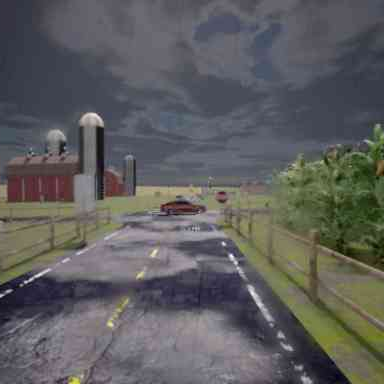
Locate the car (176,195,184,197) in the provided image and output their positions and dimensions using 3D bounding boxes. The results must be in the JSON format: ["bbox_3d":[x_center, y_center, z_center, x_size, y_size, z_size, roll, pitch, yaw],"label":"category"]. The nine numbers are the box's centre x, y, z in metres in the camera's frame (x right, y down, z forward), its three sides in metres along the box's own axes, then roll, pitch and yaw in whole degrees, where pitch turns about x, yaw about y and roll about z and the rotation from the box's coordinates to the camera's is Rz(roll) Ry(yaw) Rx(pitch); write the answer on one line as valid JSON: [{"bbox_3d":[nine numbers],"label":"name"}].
[{"bbox_3d":[-2.778,1.354,73.764,2.097,1.767,4.553,0,0,0],"label":"car"}]

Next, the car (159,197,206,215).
[{"bbox_3d":[-0.893,1.520,33.038,4.674,1.442,1.812,0,0,-12],"label":"car"}]
